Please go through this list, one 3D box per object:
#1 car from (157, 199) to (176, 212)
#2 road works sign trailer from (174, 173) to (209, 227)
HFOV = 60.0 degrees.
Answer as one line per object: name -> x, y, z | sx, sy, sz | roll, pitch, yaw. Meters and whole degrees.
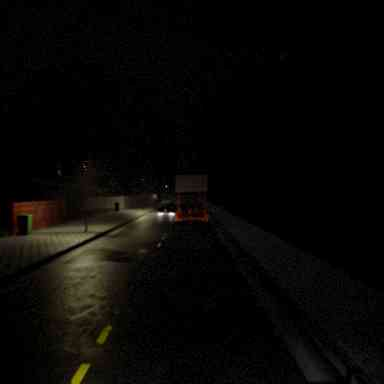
car -> -2.887, 1.577, 38.745 | 2.033, 1.411, 5.357 | 0, 0, 0
road works sign trailer -> -0.025, 0.478, 22.952 | 2.380, 3.560, 2.880 | 0, 0, 0
